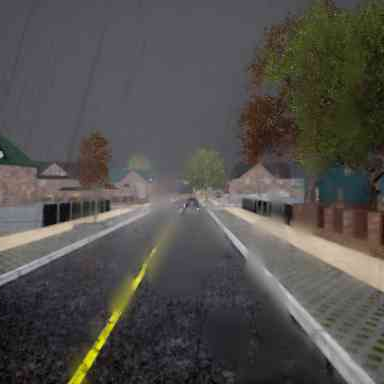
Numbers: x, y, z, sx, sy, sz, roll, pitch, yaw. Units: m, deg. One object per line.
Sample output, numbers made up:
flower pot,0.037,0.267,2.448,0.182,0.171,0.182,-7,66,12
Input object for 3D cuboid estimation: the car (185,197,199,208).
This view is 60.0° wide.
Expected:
car,0.004,1.542,48.862,1.812,1.442,4.674,0,0,0

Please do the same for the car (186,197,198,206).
car,0.005,1.587,58.691,2.033,1.411,5.357,0,0,0
